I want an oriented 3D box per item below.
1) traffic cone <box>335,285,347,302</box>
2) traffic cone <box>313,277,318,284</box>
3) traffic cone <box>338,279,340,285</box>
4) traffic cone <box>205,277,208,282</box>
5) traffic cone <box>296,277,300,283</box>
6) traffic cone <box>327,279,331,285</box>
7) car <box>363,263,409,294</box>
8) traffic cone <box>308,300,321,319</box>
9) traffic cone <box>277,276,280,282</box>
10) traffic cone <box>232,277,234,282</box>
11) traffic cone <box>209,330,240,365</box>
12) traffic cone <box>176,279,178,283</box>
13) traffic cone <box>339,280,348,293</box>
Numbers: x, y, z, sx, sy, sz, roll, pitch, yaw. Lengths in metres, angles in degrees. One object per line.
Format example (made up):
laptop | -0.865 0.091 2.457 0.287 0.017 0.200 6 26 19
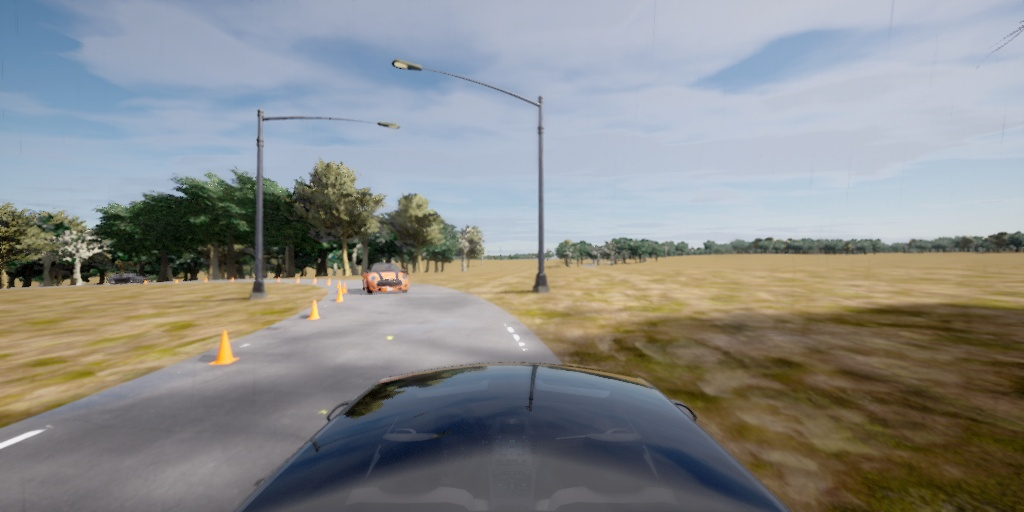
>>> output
traffic cone | -7.601 1.709 15.833 0.340 0.580 0.340 0 0 -20
traffic cone | -17.465 2.163 31.760 0.340 0.580 0.340 0 0 -44
traffic cone | -11.698 1.878 24.315 0.340 0.580 0.340 0 0 -32
traffic cone | -37.390 2.924 43.872 0.340 0.580 0.340 0 0 16
traffic cone | -20.898 2.310 34.991 0.340 0.580 0.340 0 0 40
traffic cone | -14.387 2.012 28.188 0.340 0.580 0.340 0 0 -38
car | -7.299 1.171 20.581 2.097 1.767 4.553 0 -1 -26
traffic cone | -6.237 1.675 11.318 0.340 0.580 0.340 0 0 -14
traffic cone | -24.649 2.454 37.847 0.340 0.580 0.340 0 0 34
traffic cone | -32.940 2.758 42.312 0.340 0.580 0.340 0 0 22
traffic cone | -5.352 1.677 6.684 0.340 0.580 0.340 0 0 -8
traffic cone | -42.031 3.099 44.984 0.340 0.580 0.340 0 0 12
traffic cone | -9.428 1.777 20.181 0.340 0.580 0.340 0 0 -26
